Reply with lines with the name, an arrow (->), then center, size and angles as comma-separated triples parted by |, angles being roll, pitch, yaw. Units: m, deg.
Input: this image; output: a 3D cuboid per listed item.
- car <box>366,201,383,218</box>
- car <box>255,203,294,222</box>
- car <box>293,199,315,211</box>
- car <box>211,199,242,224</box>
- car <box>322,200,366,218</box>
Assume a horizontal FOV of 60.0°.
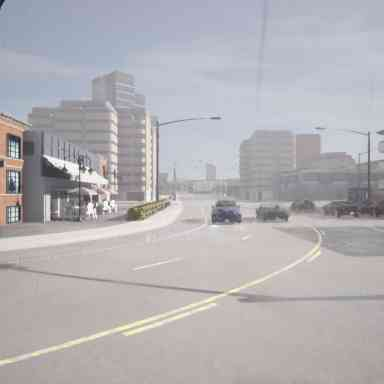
car -> 16.966, 1.526, 30.465 | 1.812, 1.442, 4.674 | 0, 0, 2
car -> 6.209, 1.601, 26.092 | 1.895, 1.301, 4.718 | 0, 0, 2
car -> 13.620, 1.526, 40.925 | 1.812, 1.442, 4.674 | 0, 0, 1
car -> 2.532, 1.352, 24.748 | 2.097, 1.767, 4.553 | 0, 0, 4
car -> 13.483, 1.506, 30.319 | 1.837, 1.490, 4.892 | 0, 0, 1
